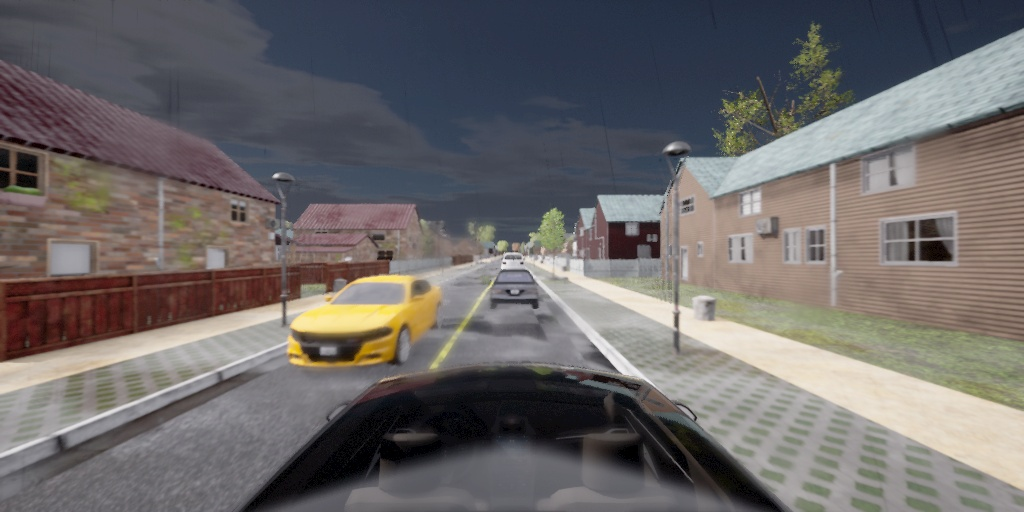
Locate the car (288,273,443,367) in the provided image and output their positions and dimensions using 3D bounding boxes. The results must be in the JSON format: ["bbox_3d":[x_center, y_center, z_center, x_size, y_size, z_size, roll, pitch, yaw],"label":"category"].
[{"bbox_3d":[-2.851,1.194,8.073,1.882,1.535,5.008,0,0,0],"label":"car"}]

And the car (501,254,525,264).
[{"bbox_3d":[0.096,0.790,34.562,2.150,2.045,5.566,0,0,0],"label":"car"}]

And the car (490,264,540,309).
[{"bbox_3d":[0.098,1.228,14.540,2.033,1.411,5.357,0,0,0],"label":"car"}]
